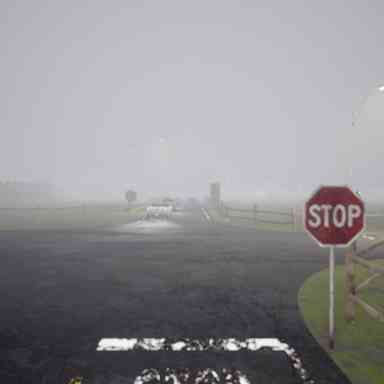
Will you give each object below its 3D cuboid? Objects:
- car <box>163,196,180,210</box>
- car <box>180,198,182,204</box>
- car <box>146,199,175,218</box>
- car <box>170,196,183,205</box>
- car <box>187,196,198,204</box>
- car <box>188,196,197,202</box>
[{"bbox_3d":[-2.809,1.426,39.051,1.882,1.535,5.008,0,0,0],"label":"car"},{"bbox_3d":[-2.783,1.499,48.859,1.994,1.385,4.181,0,0,1],"label":"car"},{"bbox_3d":[-2.855,1.562,29.569,1.895,1.301,4.718,0,0,1],"label":"car"},{"bbox_3d":[-2.739,1.485,59.012,1.994,1.385,4.181,0,0,0],"label":"car"},{"bbox_3d":[0.128,1.394,61.871,1.882,1.535,5.008,0,0,0],"label":"car"},{"bbox_3d":[0.062,1.496,72.011,1.895,1.301,4.718,0,0,0],"label":"car"}]
